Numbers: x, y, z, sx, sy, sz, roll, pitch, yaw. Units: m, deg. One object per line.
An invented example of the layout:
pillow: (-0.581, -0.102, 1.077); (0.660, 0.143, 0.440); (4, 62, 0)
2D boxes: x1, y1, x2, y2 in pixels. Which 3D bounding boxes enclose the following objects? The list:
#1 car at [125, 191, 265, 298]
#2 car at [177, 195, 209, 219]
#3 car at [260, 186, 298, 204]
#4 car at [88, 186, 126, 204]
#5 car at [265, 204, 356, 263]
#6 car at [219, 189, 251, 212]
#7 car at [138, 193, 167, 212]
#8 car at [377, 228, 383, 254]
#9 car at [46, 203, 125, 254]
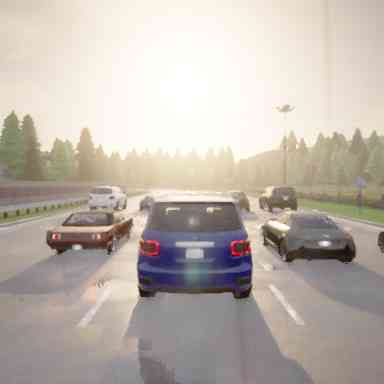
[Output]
car: (0.065, 1.026, 8.121); (2.150, 2.045, 5.566); (0, 2, 0)
car: (0.068, 0.973, 23.909); (2.033, 1.411, 5.357); (0, 1, 0)
car: (7.088, 0.553, 27.821); (2.150, 2.045, 5.566); (0, 1, 0)
car: (-6.911, 0.553, 27.818); (2.150, 2.045, 5.566); (0, 1, 0)
car: (3.576, 1.300, 10.922); (1.994, 1.385, 4.181); (0, 1, 0)
car: (3.589, 0.668, 28.520); (2.097, 1.767, 4.553); (0, 1, 0)
car: (-3.409, 0.860, 29.359); (1.994, 1.385, 4.181); (0, 1, 0)
car: (7.068, 1.340, 9.219); (1.994, 1.385, 4.181); (0, 1, 0)
car: (-3.416, 1.307, 12.153); (1.895, 1.301, 4.718); (0, 1, 0)
